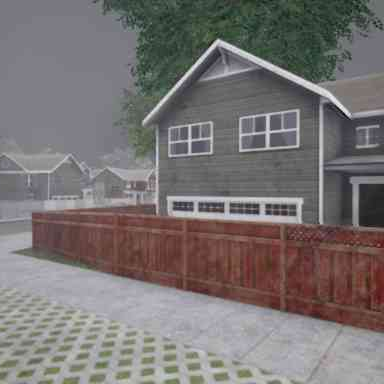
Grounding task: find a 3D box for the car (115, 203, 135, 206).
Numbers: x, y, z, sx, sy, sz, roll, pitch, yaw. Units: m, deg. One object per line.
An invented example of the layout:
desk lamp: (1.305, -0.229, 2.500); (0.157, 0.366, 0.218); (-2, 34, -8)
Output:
car: (-6.721, 1.809, 34.210); (2.033, 1.411, 5.357); (0, -1, 15)
